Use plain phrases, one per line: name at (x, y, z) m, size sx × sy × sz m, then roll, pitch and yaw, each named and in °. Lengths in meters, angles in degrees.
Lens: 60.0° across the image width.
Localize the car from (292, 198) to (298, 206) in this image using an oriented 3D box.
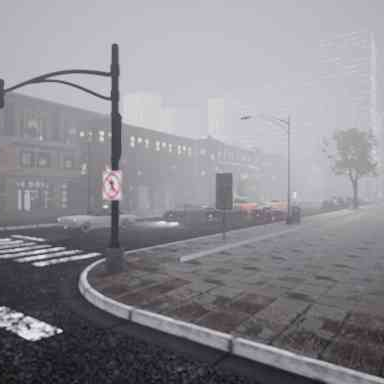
car at (15.294, 1.805, 54.639) m, size 2.008 × 1.369 × 4.403 m, roll 0°, pitch 0°, yaw 35°

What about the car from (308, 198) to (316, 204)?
car at (21.646, 1.865, 63.683) m, size 2.008 × 1.369 × 4.403 m, roll 0°, pitch -1°, yaw 35°

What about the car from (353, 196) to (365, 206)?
car at (28.505, 1.635, 58.869) m, size 2.192 × 1.841 × 5.009 m, roll 0°, pitch -1°, yaw 35°

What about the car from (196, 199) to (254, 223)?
car at (2.789, 1.598, 26.784) m, size 2.128 × 1.511 × 4.902 m, roll 0°, pitch 0°, yaw 35°

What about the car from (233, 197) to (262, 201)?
car at (5.332, 1.498, 35.922) m, size 2.097 × 1.767 × 4.553 m, roll 0°, pitch 0°, yaw 35°

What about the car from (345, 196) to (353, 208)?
car at (22.152, 1.575, 49.825) m, size 2.192 × 1.841 × 5.009 m, roll 0°, pitch -1°, yaw 35°

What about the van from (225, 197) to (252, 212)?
van at (5.766, 1.508, 41.073) m, size 1.690 × 1.788 × 3.998 m, roll 0°, pitch 0°, yaw 35°

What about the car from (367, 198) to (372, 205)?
car at (34.856, 1.964, 67.910) m, size 1.802 × 1.307 × 4.206 m, roll 0°, pitch -1°, yaw 35°

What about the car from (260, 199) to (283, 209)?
car at (12.021, 1.748, 49.977) m, size 1.752 × 1.417 × 4.829 m, roll 0°, pitch 0°, yaw 35°

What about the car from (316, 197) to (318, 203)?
car at (27.997, 1.817, 72.727) m, size 1.967 × 1.590 × 4.097 m, roll 0°, pitch -1°, yaw 35°

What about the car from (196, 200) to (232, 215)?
car at (2.493, 1.664, 36.411) m, size 1.752 × 1.417 × 4.829 m, roll 0°, pitch 0°, yaw 35°

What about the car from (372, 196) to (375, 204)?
car at (38.130, 1.940, 72.573) m, size 1.752 × 1.417 × 4.829 m, roll 0°, pitch -1°, yaw 35°

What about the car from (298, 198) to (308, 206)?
car at (18.470, 1.835, 59.161) m, size 2.008 × 1.369 × 4.403 m, roll 0°, pitch -1°, yaw 35°

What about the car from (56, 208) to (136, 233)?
car at (-5.725, 1.660, 20.198) m, size 1.895 × 1.301 × 4.718 m, roll 0°, pitch 0°, yaw 35°

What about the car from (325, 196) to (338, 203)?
car at (34.349, 1.882, 81.772) m, size 1.967 × 1.590 × 4.097 m, roll 0°, pitch -1°, yaw 35°

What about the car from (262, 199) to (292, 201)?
car at (11.202, 1.675, 44.223) m, size 1.882 × 1.535 × 5.008 m, roll 0°, pitch 0°, yaw 36°

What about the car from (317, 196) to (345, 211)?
car at (18.976, 1.670, 45.301) m, size 1.967 × 1.590 × 4.097 m, roll 0°, pitch -1°, yaw 35°

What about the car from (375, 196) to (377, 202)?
car at (41.208, 2.029, 76.955) m, size 1.802 × 1.307 × 4.206 m, roll 0°, pitch -1°, yaw 35°

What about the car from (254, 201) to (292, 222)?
car at (6.317, 1.664, 27.183) m, size 1.887 × 1.381 × 4.507 m, roll 0°, pitch 0°, yaw 35°

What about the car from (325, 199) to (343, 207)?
car at (24.911, 1.905, 58.249) m, size 1.895 × 1.301 × 4.718 m, roll 0°, pitch 0°, yaw 35°

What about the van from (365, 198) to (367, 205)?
van at (31.680, 1.692, 63.391) m, size 1.690 × 1.788 × 3.998 m, roll 0°, pitch -1°, yaw 35°

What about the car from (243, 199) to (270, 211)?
car at (8.943, 1.746, 45.594) m, size 2.008 × 1.369 × 4.403 m, roll 0°, pitch 0°, yaw 35°

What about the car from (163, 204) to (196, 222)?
car at (-0.475, 1.663, 27.658) m, size 1.994 × 1.385 × 4.181 m, roll 0°, pitch 0°, yaw 36°
